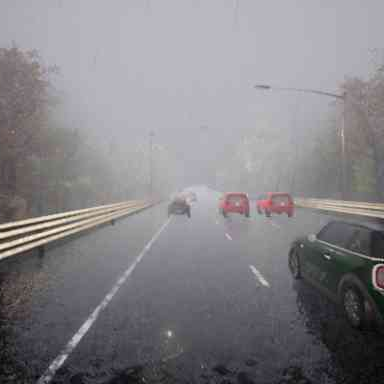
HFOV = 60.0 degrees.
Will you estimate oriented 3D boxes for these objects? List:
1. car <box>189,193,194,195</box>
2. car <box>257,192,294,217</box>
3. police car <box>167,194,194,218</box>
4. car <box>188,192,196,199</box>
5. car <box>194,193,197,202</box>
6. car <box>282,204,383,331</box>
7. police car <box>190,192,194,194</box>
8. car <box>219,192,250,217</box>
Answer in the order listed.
[{"bbox_3d":[-1.027,1.254,38.305,1.882,1.535,5.008,0,0,0],"label":"car"},{"bbox_3d":[7.116,1.052,28.838,2.150,2.045,5.566,0,0,0],"label":"car"},{"bbox_3d":[-1.033,1.259,28.411,1.930,1.638,5.238,0,0,0],"label":"police car"},{"bbox_3d":[0.048,0.840,82.225,1.837,1.490,4.892,0,1,0],"label":"car"},{"bbox_3d":[0.037,1.183,62.595,2.033,1.411,5.357,0,0,0],"label":"car"},{"bbox_3d":[3.603,1.311,6.939,2.097,1.767,4.553,0,0,0],"label":"car"},{"bbox_3d":[-1.024,1.166,44.417,1.930,1.638,5.238,0,0,0],"label":"police car"},{"bbox_3d":[3.616,1.052,28.944,2.150,2.045,5.566,0,0,0],"label":"car"}]
